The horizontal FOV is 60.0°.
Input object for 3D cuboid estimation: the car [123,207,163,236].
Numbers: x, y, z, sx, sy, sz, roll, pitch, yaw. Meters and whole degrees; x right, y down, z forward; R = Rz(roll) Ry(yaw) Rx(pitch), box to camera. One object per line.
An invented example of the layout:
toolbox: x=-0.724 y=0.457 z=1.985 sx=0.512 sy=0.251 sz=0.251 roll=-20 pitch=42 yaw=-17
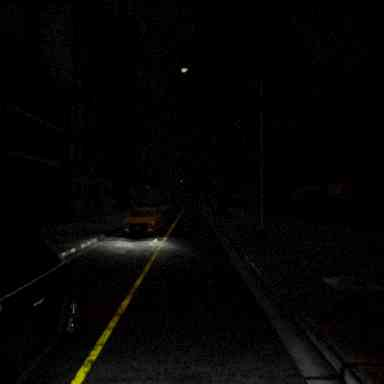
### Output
car: x=-2.822 y=1.659 z=19.948 sx=1.882 sy=1.535 sz=5.008 roll=0 pitch=-1 yaw=0

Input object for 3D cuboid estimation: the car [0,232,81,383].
car: x=-2.836 y=1.376 z=3.469 sx=2.097 sy=1.767 sz=4.553 roll=0 pitch=0 yaw=0

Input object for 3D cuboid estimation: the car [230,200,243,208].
car: x=10.796 y=2.607 z=72.320 sx=5.009 sy=1.841 sz=2.192 roll=1 pitch=-2 yaw=0

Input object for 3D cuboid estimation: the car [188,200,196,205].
car: x=-0.023 y=2.770 z=85.561 sx=1.994 sy=1.385 sz=4.181 roll=0 pitch=-1 yaw=0
